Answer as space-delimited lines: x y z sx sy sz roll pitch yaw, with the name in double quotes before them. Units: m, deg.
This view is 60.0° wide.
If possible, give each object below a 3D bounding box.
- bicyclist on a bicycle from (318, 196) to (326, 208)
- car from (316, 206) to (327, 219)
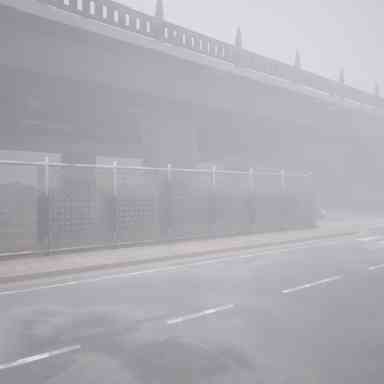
"bicyclist on a bicycle" 16.684 1.301 42.717 1.656 1.620 0.582 0 0 -36
"car" 9.102 1.491 28.521 2.128 1.511 4.902 0 0 -36
